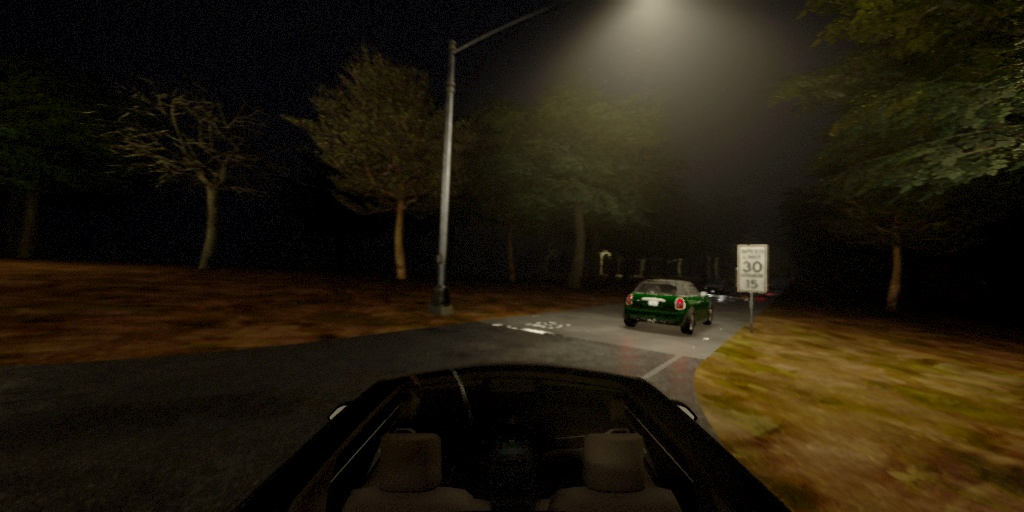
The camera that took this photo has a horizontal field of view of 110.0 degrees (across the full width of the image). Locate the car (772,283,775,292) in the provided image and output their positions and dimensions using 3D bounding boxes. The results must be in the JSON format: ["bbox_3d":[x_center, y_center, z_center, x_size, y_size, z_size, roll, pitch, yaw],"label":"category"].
[{"bbox_3d":[33.613,4.021,47.834,1.812,1.442,4.674,0,-2,39],"label":"car"}]

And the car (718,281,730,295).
[{"bbox_3d":[21.795,3.314,37.970,2.033,1.411,5.357,2,-2,39],"label":"car"}]

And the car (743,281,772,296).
[{"bbox_3d":[25.487,3.385,37.628,2.128,1.511,4.902,0,-3,39],"label":"car"}]

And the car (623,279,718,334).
[{"bbox_3d":[5.822,1.635,13.096,2.097,1.767,4.553,0,-3,39],"label":"car"}]
